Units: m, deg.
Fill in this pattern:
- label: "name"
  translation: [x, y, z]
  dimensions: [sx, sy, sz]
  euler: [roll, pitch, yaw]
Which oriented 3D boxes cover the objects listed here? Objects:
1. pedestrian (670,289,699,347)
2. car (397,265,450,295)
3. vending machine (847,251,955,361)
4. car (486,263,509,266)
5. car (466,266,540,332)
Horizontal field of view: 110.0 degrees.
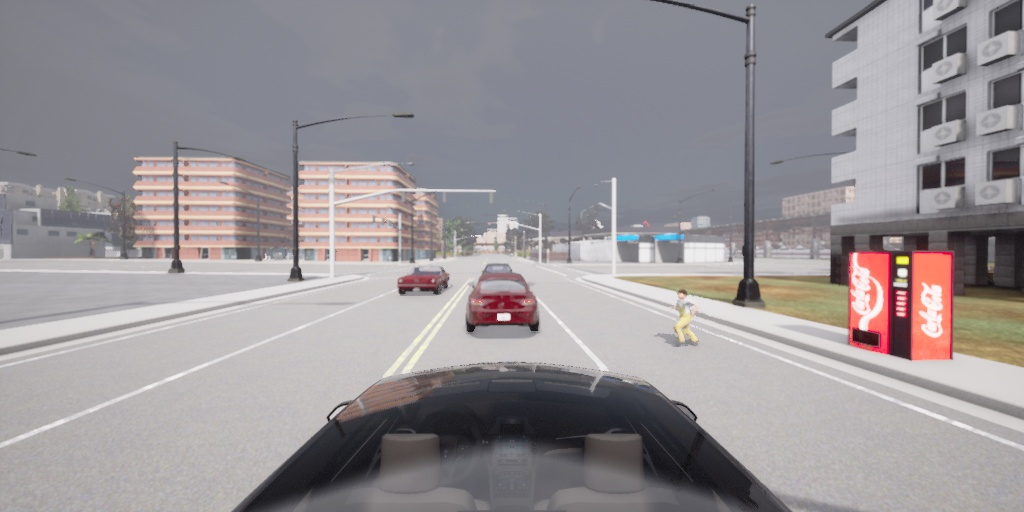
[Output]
- label: "pedestrian"
  translation: [3.681, 1.258, 7.575]
  dimensions: [0.375, 1.300, 0.375]
  euler: [0, 1, -3]
- label: "car"
  translation: [-4.340, 1.162, 18.141]
  dimensions: [1.895, 1.301, 4.718]
  euler: [0, 1, -3]
- label: "vending machine"
  translation: [7.202, 0.889, 6.725]
  dimensions: [1.100, 2.100, 0.880]
  euler: [0, 0, -3]
- label: "car"
  translation: [-0.788, 1.090, 19.897]
  dimensions: [2.033, 1.411, 5.357]
  euler: [0, 1, -3]
- label: "car"
  translation: [-0.300, 1.177, 10.326]
  dimensions: [1.812, 1.442, 4.674]
  euler: [0, 1, -3]
